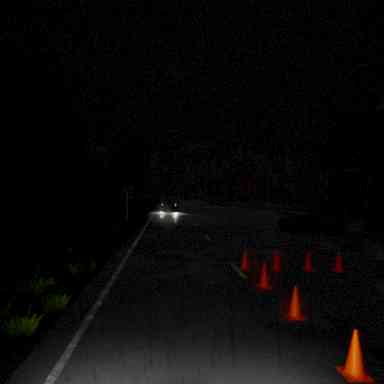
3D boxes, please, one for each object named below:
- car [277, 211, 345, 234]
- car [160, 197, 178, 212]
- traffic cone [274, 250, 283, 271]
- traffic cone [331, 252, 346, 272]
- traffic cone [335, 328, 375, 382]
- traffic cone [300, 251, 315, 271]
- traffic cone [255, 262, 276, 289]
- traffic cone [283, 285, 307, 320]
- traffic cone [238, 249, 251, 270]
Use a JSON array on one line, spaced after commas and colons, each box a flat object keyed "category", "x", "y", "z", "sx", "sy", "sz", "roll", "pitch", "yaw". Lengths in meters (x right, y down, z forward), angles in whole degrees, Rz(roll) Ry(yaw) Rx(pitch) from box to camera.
[{"category": "car", "x": 7.818, "y": 1.962, "z": 21.901, "sx": 4.181, "sy": 1.381, "sz": 1.994, "roll": 2, "pitch": 0, "yaw": -5}, {"category": "car", "x": -2.760, "y": 1.460, "z": 40.405, "sx": 2.097, "sy": 1.767, "sz": 4.553, "roll": 2, "pitch": 0, "yaw": -4}, {"category": "traffic cone", "x": 2.635, "y": 2.110, "z": 10.343, "sx": 0.340, "sy": 0.580, "sz": 0.340, "roll": 2, "pitch": 0, "yaw": -4}, {"category": "traffic cone", "x": 4.628, "y": 2.186, "z": 10.496, "sx": 0.340, "sy": 0.580, "sz": 0.340, "roll": 2, "pitch": 0, "yaw": -4}, {"category": "traffic cone", "x": 2.100, "y": 2.058, "z": 4.284, "sx": 0.340, "sy": 0.580, "sz": 0.340, "roll": 2, "pitch": 0, "yaw": -4}, {"category": "traffic cone", "x": 3.631, "y": 2.148, "z": 10.420, "sx": 0.340, "sy": 0.580, "sz": 0.340, "roll": 2, "pitch": 0, "yaw": -4}, {"category": "traffic cone", "x": 1.793, "y": 2.067, "z": 8.272, "sx": 0.340, "sy": 0.580, "sz": 0.340, "roll": 2, "pitch": 0, "yaw": -4}, {"category": "traffic cone", "x": 1.947, "y": 2.062, "z": 6.278, "sx": 0.340, "sy": 0.580, "sz": 0.340, "roll": 2, "pitch": 0, "yaw": -4}, {"category": "traffic cone", "x": 1.639, "y": 2.072, "z": 10.266, "sx": 0.340, "sy": 0.580, "sz": 0.340, "roll": 2, "pitch": 0, "yaw": -4}]
